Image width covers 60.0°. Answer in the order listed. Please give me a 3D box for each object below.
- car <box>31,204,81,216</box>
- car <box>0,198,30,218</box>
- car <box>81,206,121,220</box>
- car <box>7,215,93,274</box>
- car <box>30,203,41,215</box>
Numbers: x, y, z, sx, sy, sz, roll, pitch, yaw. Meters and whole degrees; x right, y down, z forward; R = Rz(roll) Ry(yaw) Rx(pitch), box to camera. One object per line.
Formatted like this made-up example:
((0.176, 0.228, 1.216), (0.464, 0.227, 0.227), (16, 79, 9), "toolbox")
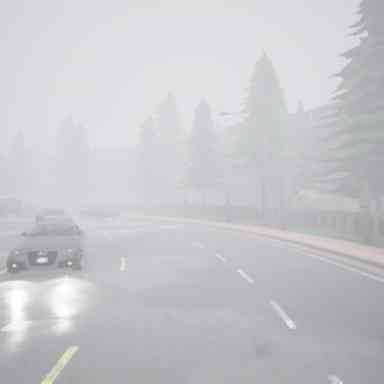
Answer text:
((-9.261, 1.799, 22.360), (1.837, 1.490, 4.892), (1, -1, -34), "car")
((-20.768, 1.696, 36.001), (5.566, 2.045, 2.150), (0, -1, 22), "car")
((-9.078, 2.025, 32.583), (4.718, 1.301, 1.895), (-1, -1, 42), "car")
((-4.582, 1.710, 11.130), (1.994, 1.385, 4.181), (0, -1, -13), "car")
((-18.384, 2.032, 38.717), (4.674, 1.442, 1.812), (0, -1, 23), "car")
